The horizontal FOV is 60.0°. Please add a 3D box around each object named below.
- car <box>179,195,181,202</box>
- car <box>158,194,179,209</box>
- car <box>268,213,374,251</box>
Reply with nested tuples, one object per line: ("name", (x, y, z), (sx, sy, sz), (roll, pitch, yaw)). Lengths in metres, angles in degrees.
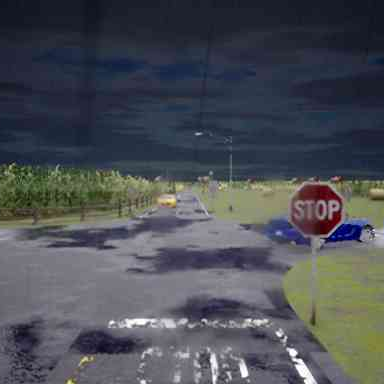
("car", (-2.851, 0.995, 56.207), (1.895, 1.301, 4.718), (0, 1, 0))
("car", (-2.860, 1.077, 38.535), (1.882, 1.535, 5.008), (0, 0, 0))
("car", (5.395, 1.383, 13.738), (5.008, 1.535, 1.882), (0, -1, -31))
